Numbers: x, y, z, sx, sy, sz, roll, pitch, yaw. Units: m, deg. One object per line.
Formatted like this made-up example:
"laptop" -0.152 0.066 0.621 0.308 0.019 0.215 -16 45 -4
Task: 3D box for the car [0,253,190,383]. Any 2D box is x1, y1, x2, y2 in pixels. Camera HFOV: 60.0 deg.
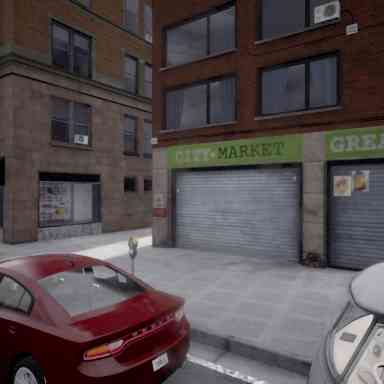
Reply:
"car" -2.127 1.544 4.592 4.507 1.381 1.887 0 0 35

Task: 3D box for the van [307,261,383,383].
"van" 2.482 1.341 1.306 3.998 1.788 1.690 0 0 35
